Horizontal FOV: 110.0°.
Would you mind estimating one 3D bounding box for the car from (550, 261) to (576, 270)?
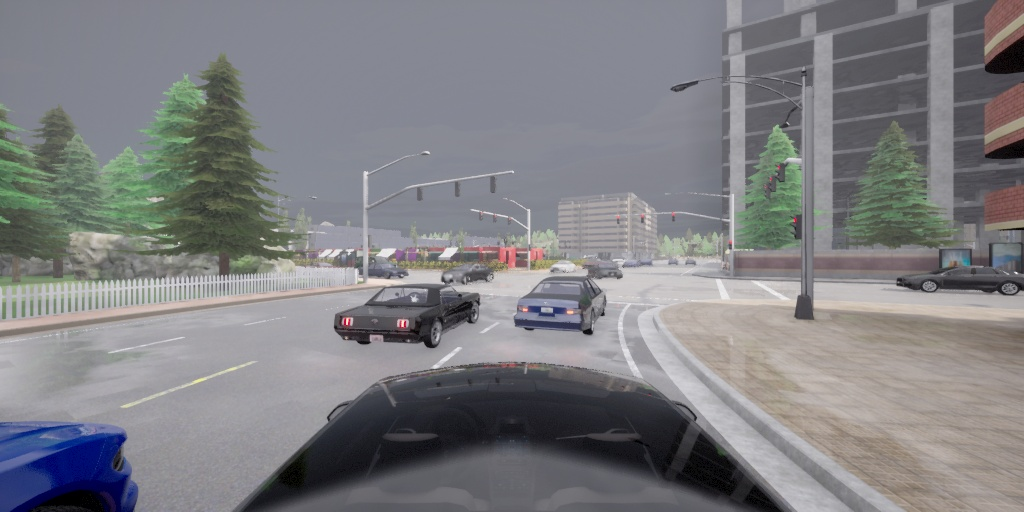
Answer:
[{"bbox_3d":[6.037,1.279,42.028,1.812,1.442,4.674,0,0,30],"label":"car"}]

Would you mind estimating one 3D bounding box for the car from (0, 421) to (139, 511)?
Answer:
[{"bbox_3d":[-3.214,1.228,0.115,1.882,1.535,5.008,0,0,-2],"label":"car"}]

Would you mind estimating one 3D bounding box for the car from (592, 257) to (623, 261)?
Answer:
[{"bbox_3d":[12.190,1.241,45.722,2.128,1.511,4.902,0,0,29],"label":"car"}]

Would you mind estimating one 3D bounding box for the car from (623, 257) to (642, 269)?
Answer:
[{"bbox_3d":[19.477,1.276,58.496,1.812,1.442,4.674,0,0,30],"label":"car"}]

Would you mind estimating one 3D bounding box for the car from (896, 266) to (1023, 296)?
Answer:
[{"bbox_3d":[25.032,1.310,20.052,4.892,1.490,1.837,0,0,30],"label":"car"}]

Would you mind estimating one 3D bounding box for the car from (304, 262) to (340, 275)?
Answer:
[{"bbox_3d":[-20.076,1.331,37.891,4.674,1.442,1.812,0,0,30],"label":"car"}]

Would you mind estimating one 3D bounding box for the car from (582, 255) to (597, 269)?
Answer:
[{"bbox_3d":[11.733,1.102,52.009,2.097,1.767,4.553,0,0,30],"label":"car"}]

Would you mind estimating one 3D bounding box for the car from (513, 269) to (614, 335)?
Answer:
[{"bbox_3d":[1.674,1.297,10.653,2.033,1.411,5.357,0,0,20],"label":"car"}]

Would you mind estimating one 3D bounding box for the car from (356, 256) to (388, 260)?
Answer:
[{"bbox_3d":[-14.682,1.027,38.808,5.566,2.045,2.150,0,0,30],"label":"car"}]

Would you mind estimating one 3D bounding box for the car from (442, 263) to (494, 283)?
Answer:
[{"bbox_3d":[-3.107,1.278,25.917,2.128,1.511,4.902,0,0,29],"label":"car"}]

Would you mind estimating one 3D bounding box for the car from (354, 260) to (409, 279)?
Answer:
[{"bbox_3d":[-12.040,1.353,33.215,5.357,1.411,2.033,0,0,31],"label":"car"}]

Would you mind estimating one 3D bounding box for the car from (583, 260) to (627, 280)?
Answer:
[{"bbox_3d":[8.107,1.362,31.748,1.994,1.385,4.181,0,0,-7],"label":"car"}]

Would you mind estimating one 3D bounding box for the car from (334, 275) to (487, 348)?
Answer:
[{"bbox_3d":[-2.261,1.351,9.296,1.895,1.301,4.718,0,0,11],"label":"car"}]
